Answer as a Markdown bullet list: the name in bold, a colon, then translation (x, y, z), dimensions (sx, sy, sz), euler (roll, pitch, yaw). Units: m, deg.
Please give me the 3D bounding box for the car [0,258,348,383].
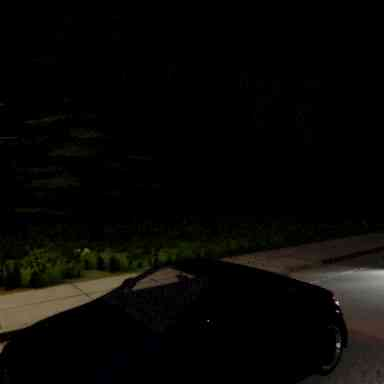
- **car**: translation (0.008, 1.585, 4.009), dimensions (4.181, 1.385, 1.994), euler (-1, 0, -36)
